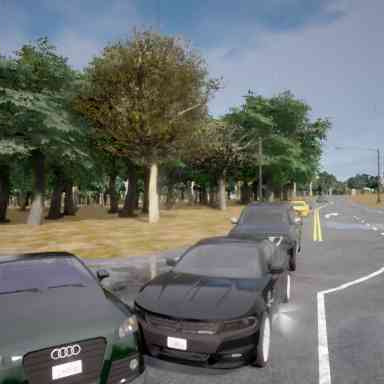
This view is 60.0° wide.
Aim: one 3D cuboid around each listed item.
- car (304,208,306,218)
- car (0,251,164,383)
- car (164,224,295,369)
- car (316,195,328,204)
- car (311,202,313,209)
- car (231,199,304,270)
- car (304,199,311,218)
[{"bbox_3d":[5.054,1.774,18.346,1.895,1.301,4.718,-1,0,21],"label":"car"},{"bbox_3d":[-2.319,1.643,4.992,1.994,1.385,4.181,1,-2,-33],"label":"car"},{"bbox_3d":[0.725,1.613,6.295,1.882,1.535,5.008,-1,-2,21],"label":"car"},{"bbox_3d":[27.458,1.519,70.311,2.097,1.767,4.553,-1,0,27],"label":"car"},{"bbox_3d":[16.296,1.757,47.843,1.812,1.442,4.674,-1,0,23],"label":"car"},{"bbox_3d":[2.836,1.459,12.438,2.150,2.045,5.566,-2,0,20],"label":"car"},{"bbox_3d":[10.574,1.684,33.158,1.882,1.535,5.008,-1,0,21],"label":"car"}]
